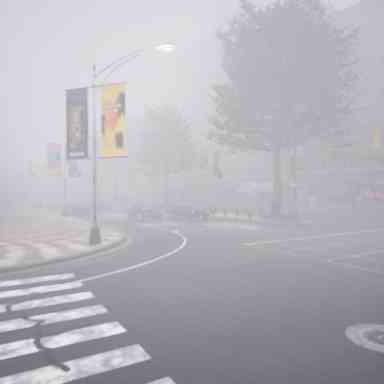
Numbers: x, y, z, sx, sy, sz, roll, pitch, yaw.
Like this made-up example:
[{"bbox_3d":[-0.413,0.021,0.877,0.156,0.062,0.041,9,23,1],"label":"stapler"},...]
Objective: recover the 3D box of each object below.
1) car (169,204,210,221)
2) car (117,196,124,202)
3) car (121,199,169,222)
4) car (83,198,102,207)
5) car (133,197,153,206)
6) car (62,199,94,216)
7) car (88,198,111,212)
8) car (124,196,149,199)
[{"bbox_3d":[-0.384,1.663,28.454,1.895,1.301,4.718,0,0,-30],"label":"car"},{"bbox_3d":[-14.002,1.519,67.737,2.097,1.767,4.553,0,0,-30],"label":"car"},{"bbox_3d":[-4.038,1.587,27.765,1.837,1.490,4.892,0,0,-30],"label":"car"},{"bbox_3d":[-17.225,1.766,57.387,2.033,1.411,5.357,0,0,-30],"label":"car"},{"bbox_3d":[-8.751,1.677,58.771,1.837,1.490,4.892,0,0,-30],"label":"car"},{"bbox_3d":[-11.988,1.738,35.111,1.895,1.301,4.718,0,0,-31],"label":"car"},{"bbox_3d":[-11.249,1.749,40.087,1.895,1.301,4.718,0,0,-30],"label":"car"},{"bbox_3d":[-5.652,1.464,37.452,2.097,1.767,4.553,0,0,-30],"label":"car"}]
